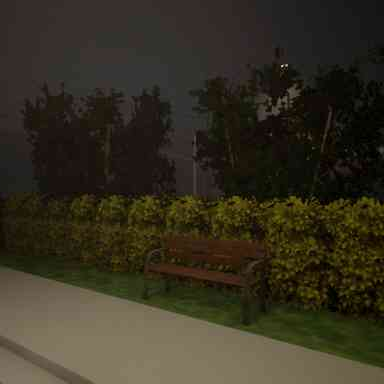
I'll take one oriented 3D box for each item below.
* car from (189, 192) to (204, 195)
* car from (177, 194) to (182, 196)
[{"bbox_3d":[0.664,0.833,62.794,1.882,1.535,5.008,0,1,35],"label":"car"},{"bbox_3d":[-3.856,0.908,62.432,1.882,1.535,5.008,0,2,35],"label":"car"}]
